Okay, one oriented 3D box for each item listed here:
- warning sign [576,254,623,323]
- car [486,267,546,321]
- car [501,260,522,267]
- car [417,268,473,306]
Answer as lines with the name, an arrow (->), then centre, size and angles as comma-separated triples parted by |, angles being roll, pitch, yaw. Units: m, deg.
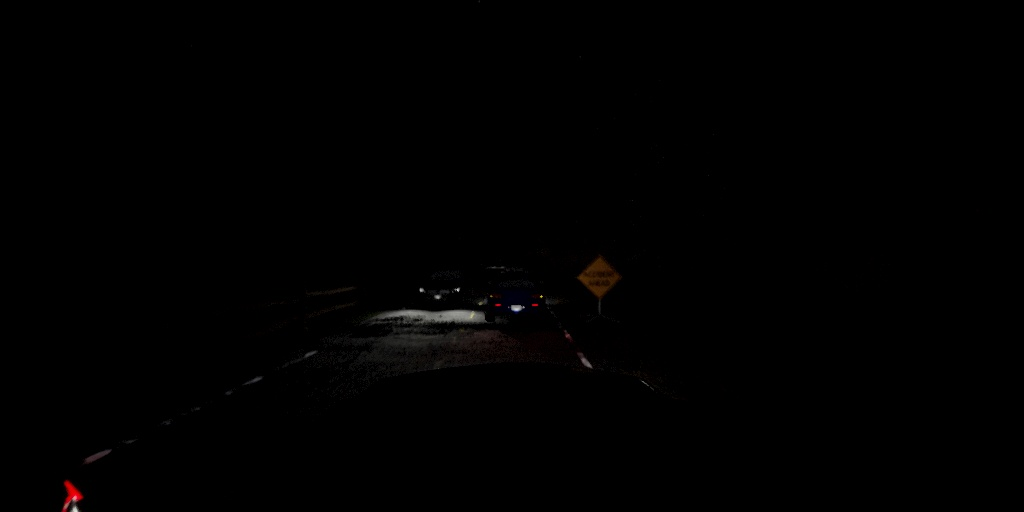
warning sign -> 2.475, 0.877, 10.161 | 1.300, 1.860, 1.060 | 0, 0, 0
car -> 0.135, 1.284, 12.329 | 1.812, 1.442, 4.674 | 0, 0, 0
car -> 0.212, 1.358, 36.036 | 1.895, 1.301, 4.718 | 0, 0, 0
car -> -2.796, 1.280, 15.849 | 1.812, 1.442, 4.674 | 0, 0, 0
